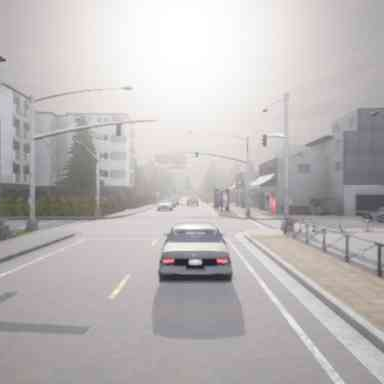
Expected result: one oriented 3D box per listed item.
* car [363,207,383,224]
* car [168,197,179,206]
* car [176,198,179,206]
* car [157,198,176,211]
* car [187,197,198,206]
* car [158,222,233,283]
[{"bbox_3d":[16.732,1.885,28.004,4.181,1.385,1.994,0,0,0],"label":"car"},{"bbox_3d":[-3.495,1.811,64.667,1.882,1.535,5.008,0,0,0],"label":"car"},{"bbox_3d":[-3.554,1.786,54.526,1.837,1.490,4.892,0,0,0],"label":"car"},{"bbox_3d":[-3.572,1.755,44.522,1.812,1.442,4.674,0,0,0],"label":"car"},{"bbox_3d":[0.135,1.678,63.231,2.097,1.767,4.553,0,0,0],"label":"car"},{"bbox_3d":[0.079,1.599,9.811,2.033,1.411,5.357,0,0,0],"label":"car"}]
